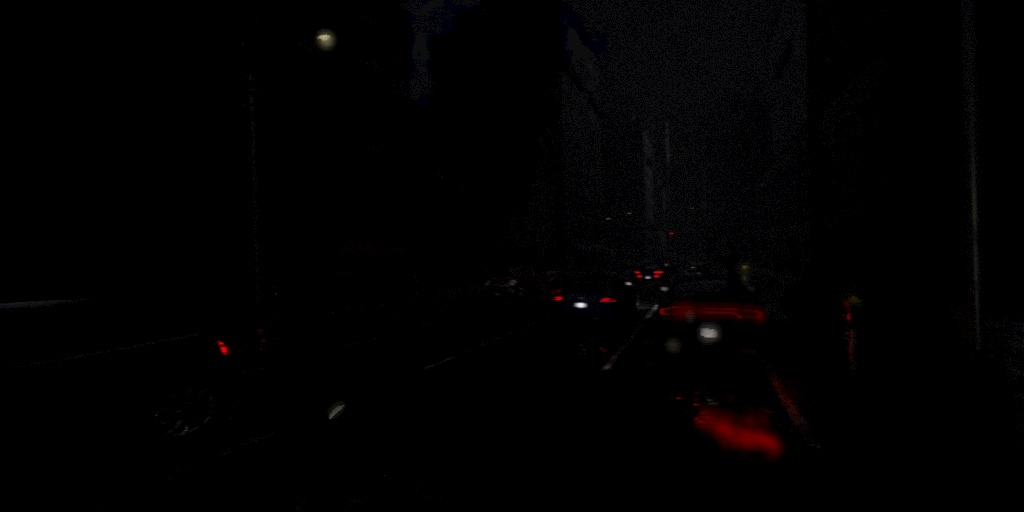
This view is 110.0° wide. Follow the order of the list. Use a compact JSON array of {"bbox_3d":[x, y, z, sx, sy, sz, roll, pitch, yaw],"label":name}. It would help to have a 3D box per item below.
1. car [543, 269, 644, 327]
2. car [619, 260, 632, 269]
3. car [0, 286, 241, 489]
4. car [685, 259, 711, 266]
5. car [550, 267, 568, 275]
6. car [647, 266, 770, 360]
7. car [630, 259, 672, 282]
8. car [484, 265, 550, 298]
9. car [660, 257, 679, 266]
[{"bbox_3d":[2.817,1.309,11.620,1.994,1.385,4.181,-2,0,28],"label":"car"},{"bbox_3d":[15.726,1.193,48.770,1.888,1.381,4.507,0,0,28],"label":"car"},{"bbox_3d":[-5.276,1.251,3.043,2.097,1.767,4.553,-2,0,28],"label":"car"},{"bbox_3d":[15.540,1.082,29.963,2.007,1.370,4.403,0,0,28],"label":"car"},{"bbox_3d":[2.801,1.413,24.012,1.802,1.307,4.207,0,0,28],"label":"car"},{"bbox_3d":[4.516,1.154,8.316,1.882,1.535,5.008,-2,0,28],"label":"car"},{"bbox_3d":[9.698,1.178,24.807,1.812,1.442,4.674,-2,0,28],"label":"car"},{"bbox_3d":[0.216,1.305,19.061,1.967,1.591,4.097,0,0,28],"label":"car"},{"bbox_3d":[16.576,0.909,38.202,2.097,1.767,4.553,-2,0,28],"label":"car"}]
